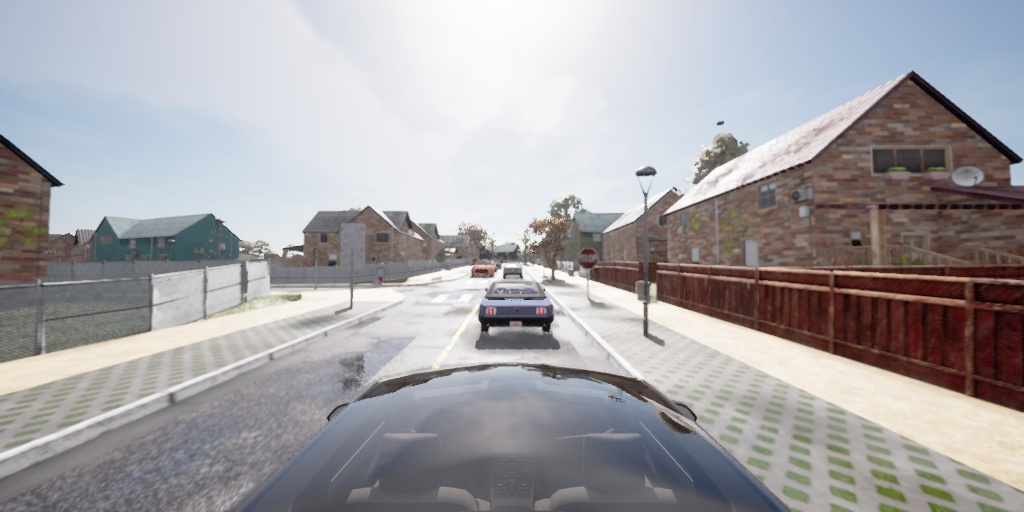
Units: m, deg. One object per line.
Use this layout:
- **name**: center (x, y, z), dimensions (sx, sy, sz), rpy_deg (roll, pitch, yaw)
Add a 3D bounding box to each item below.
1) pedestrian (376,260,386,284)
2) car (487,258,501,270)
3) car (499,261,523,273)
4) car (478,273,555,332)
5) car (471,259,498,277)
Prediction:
- **pedestrian**: center (-9.913, 1.195, 27.138), dimensions (0.375, 1.860, 0.375), rpy_deg (0, -2, 5)
- **car**: center (-2.816, 1.214, 57.245), dimensions (2.097, 1.767, 4.553), rpy_deg (0, -1, 0)
- **car**: center (0.091, 1.332, 34.767), dimensions (2.033, 1.411, 5.357), rpy_deg (0, 0, 0)
- **car**: center (0.099, 1.351, 10.812), dimensions (1.895, 1.301, 4.718), rpy_deg (0, 0, 0)
- **car**: center (-2.847, 1.139, 35.599), dimensions (2.097, 1.767, 4.553), rpy_deg (0, 0, 0)
